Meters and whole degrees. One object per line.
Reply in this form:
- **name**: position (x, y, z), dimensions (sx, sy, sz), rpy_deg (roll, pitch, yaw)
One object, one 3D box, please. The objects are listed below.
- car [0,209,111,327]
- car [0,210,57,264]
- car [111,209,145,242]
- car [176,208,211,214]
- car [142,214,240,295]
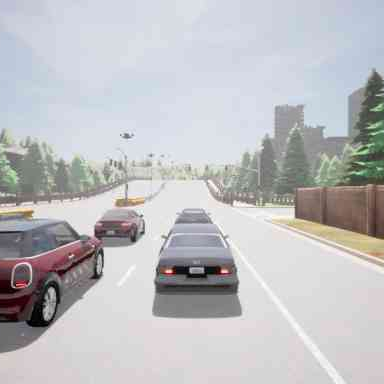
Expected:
- **car**: position (-3.408, 1.352, 7.175), dimensions (2.097, 1.767, 4.553), rpy_deg (0, 0, 0)
- **car**: position (-6.904, 1.525, 12.447), dimensions (1.812, 1.442, 4.674), rpy_deg (0, 0, 0)
- **car**: position (-3.418, 1.526, 16.169), dimensions (1.812, 1.442, 4.674), rpy_deg (0, 0, -1)
- **car**: position (0.084, 1.564, 18.124), dimensions (1.994, 1.385, 4.181), rpy_deg (0, 0, 0)
- **car**: position (0.091, 1.547, 8.883), dimensions (2.033, 1.411, 5.357), rpy_deg (0, 0, 0)
